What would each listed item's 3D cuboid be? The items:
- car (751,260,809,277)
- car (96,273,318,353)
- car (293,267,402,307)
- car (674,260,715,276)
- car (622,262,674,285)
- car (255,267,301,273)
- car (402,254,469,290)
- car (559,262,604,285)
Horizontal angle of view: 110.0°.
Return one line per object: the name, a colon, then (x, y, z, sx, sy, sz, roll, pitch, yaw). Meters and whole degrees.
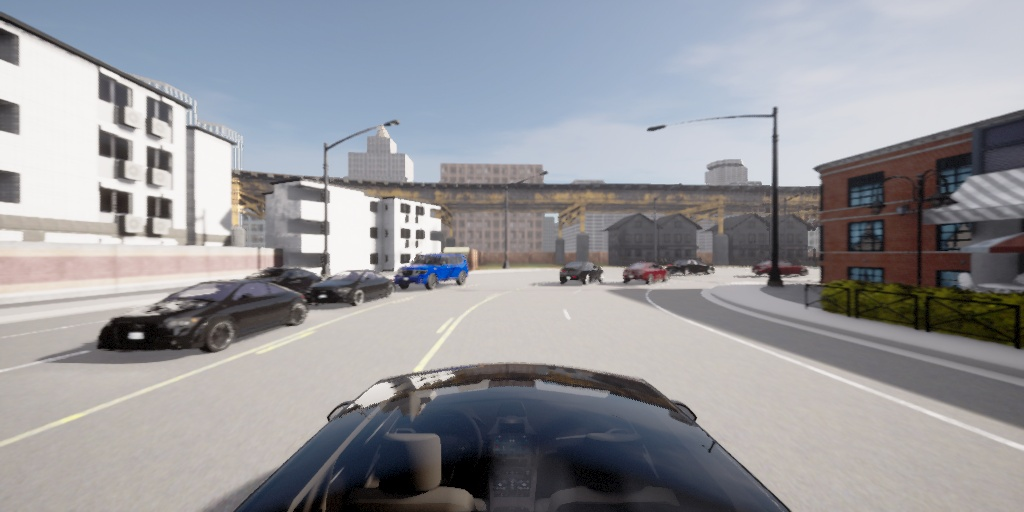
car: (23.775, 1.116, 31.928, 4.674, 1.442, 1.812, 0, 0, -7)
car: (-6.934, 1.287, 8.660, 1.994, 1.385, 4.181, 0, 0, 2)
car: (-6.654, 1.277, 15.112, 1.994, 1.385, 4.181, 0, 0, 8)
car: (17.044, 1.077, 34.182, 4.902, 1.511, 2.128, 0, 0, -21)
car: (9.397, 1.158, 25.186, 1.812, 1.442, 4.674, 0, 0, 44)
car: (-10.134, 1.223, 15.476, 1.812, 1.442, 4.674, 0, 0, 8)
car: (-4.719, 0.878, 22.088, 2.150, 2.045, 5.566, 0, 0, 23)
car: (4.911, 1.142, 24.954, 1.837, 1.490, 4.892, 0, 0, 33)
